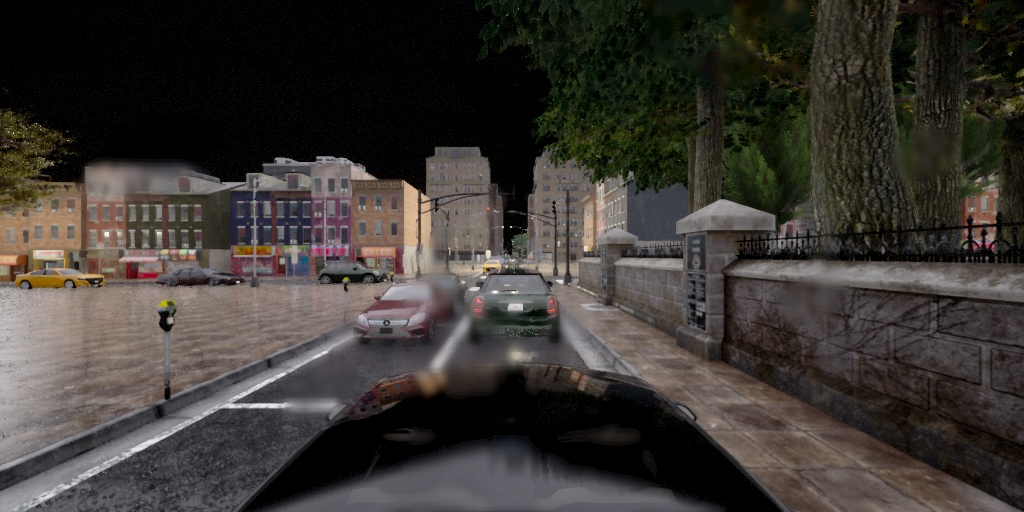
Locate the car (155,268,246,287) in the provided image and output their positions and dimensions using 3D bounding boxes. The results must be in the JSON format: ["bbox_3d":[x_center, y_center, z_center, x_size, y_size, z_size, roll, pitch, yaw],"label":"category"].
[{"bbox_3d":[-22.655,1.551,26.151,5.357,1.411,2.033,-1,0,0],"label":"car"}]

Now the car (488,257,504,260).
[{"bbox_3d":[-2.278,1.235,41.548,1.882,1.535,5.008,0,0,1],"label":"car"}]

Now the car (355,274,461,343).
[{"bbox_3d":[-2.638,1.335,9.619,1.802,1.307,4.207,0,0,0],"label":"car"}]

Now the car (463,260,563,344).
[{"bbox_3d":[0.073,1.105,9.734,2.097,1.767,4.553,0,0,0],"label":"car"}]

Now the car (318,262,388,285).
[{"bbox_3d":[-11.498,1.218,26.200,4.553,1.767,2.097,-1,0,0],"label":"car"}]

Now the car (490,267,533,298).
[{"bbox_3d":[-0.145,1.320,19.178,1.994,1.385,4.181,0,0,-5],"label":"car"}]

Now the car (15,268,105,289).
[{"bbox_3d":[-32.791,1.636,26.127,5.008,1.535,1.882,-1,0,0],"label":"car"}]

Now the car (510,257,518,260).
[{"bbox_3d":[0.283,1.252,65.495,2.128,1.511,4.902,0,0,0],"label":"car"}]

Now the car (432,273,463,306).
[{"bbox_3d":[-2.639,1.320,13.281,1.948,1.339,4.313,0,0,0],"label":"car"}]
